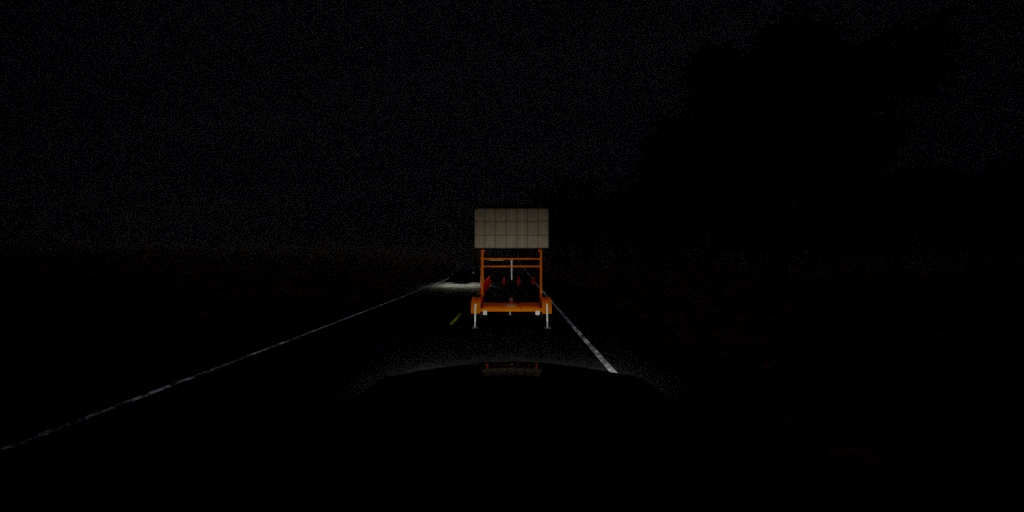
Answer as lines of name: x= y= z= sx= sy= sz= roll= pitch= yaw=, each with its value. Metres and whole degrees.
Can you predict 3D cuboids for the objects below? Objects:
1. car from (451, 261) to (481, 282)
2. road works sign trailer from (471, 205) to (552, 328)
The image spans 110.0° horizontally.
car: x=-3.561 y=1.130 z=28.154 sx=1.882 sy=1.535 sz=5.008 roll=0 pitch=0 yaw=0
road works sign trailer: x=-0.011 y=0.203 z=11.284 sx=2.380 sy=3.560 sz=2.880 roll=0 pitch=0 yaw=0
